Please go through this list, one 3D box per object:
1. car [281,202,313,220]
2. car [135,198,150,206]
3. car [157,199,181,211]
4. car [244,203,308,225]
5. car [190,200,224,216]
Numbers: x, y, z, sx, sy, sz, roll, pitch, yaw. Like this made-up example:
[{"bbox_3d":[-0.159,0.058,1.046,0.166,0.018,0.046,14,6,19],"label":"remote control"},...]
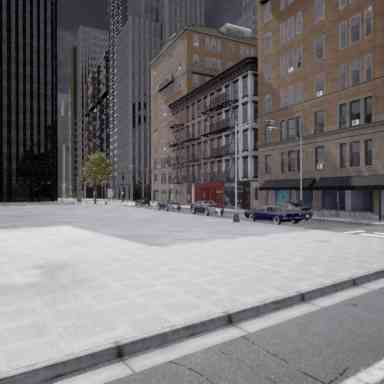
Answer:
[{"bbox_3d":[7.705,1.588,27.433,1.837,1.490,4.892,0,0,-26],"label":"car"},{"bbox_3d":[-9.240,1.815,61.931,1.837,1.490,4.892,0,0,-27],"label":"car"},{"bbox_3d":[-3.055,1.689,43.332,2.128,1.511,4.902,0,0,-26],"label":"car"},{"bbox_3d":[6.006,1.686,24.944,1.895,1.301,4.718,0,0,-26],"label":"car"},{"bbox_3d":[1.493,1.630,34.087,2.128,1.511,4.902,0,0,-26],"label":"car"}]
